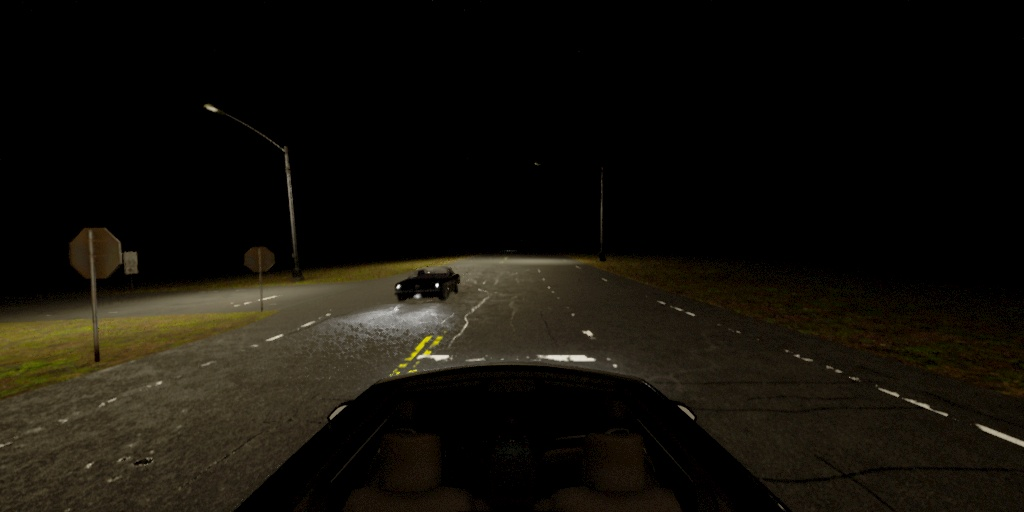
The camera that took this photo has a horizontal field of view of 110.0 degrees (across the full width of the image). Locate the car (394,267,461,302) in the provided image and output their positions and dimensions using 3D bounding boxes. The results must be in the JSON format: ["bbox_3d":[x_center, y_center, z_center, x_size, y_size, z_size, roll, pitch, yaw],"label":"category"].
[{"bbox_3d":[-3.450,1.157,15.388,1.895,1.301,4.718,-2,1,1],"label":"car"}]
